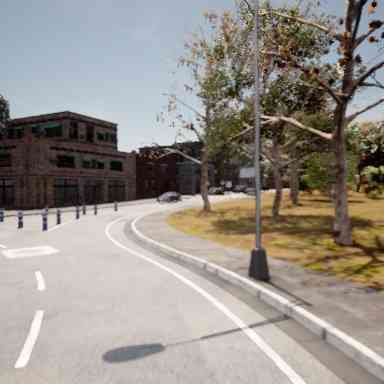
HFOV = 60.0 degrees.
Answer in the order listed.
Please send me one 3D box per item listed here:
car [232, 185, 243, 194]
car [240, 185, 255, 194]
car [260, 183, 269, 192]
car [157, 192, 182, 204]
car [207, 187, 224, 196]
[{"bbox_3d":[11.050,-0.656,75.988,2.150,2.045,5.566,-1,2,26],"label":"car"},{"bbox_3d":[12.582,-0.190,71.761,1.895,1.301,4.718,-1,2,26],"label":"car"},{"bbox_3d":[17.025,-1.078,80.701,2.150,2.045,5.566,-1,2,27],"label":"car"},{"bbox_3d":[-3.200,0.795,47.404,2.128,1.511,4.902,-1,2,26],"label":"car"},{"bbox_3d":[4.266,-0.091,62.386,2.097,1.767,4.553,-1,-3,27],"label":"car"}]
